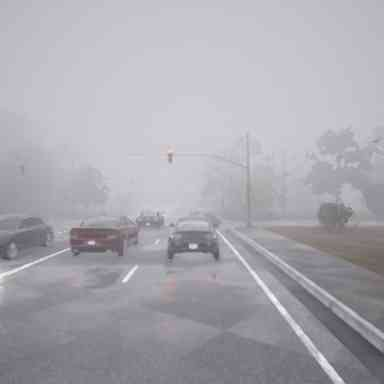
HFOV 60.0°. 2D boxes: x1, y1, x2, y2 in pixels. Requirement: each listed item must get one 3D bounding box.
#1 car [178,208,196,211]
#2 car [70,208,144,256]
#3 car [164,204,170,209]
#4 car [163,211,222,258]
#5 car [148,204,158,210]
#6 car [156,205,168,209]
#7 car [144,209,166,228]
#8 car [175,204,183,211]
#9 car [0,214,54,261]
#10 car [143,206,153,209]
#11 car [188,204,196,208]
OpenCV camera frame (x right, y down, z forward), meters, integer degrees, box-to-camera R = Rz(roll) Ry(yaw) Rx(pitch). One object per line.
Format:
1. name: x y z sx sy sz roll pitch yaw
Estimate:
1. car: 0.907 2.154 25.781 2.033 1.411 5.357 -1 -3 17
2. car: -3.431 1.646 13.895 1.882 1.535 5.008 0 -1 1
3. car: -7.004 3.996 90.174 1.882 1.535 5.008 0 0 0
4. car: 0.062 1.679 13.244 1.812 1.442 4.674 0 -1 0
5. car: -10.503 4.057 90.160 2.033 1.411 5.357 0 0 0
6. car: -6.999 4.306 74.710 1.812 1.442 4.674 0 -1 0
7. car: -3.437 2.338 28.312 1.895 1.301 4.718 0 -3 0
8. car: -3.500 4.390 85.985 1.812 1.442 4.674 0 0 0
9. car: -7.072 1.650 12.948 1.837 1.490 4.892 0 -2 0
10. car: -10.499 4.322 74.697 2.033 1.411 5.357 0 -1 0
11. car: 0.000 4.421 86.367 1.994 1.385 4.181 0 0 0
